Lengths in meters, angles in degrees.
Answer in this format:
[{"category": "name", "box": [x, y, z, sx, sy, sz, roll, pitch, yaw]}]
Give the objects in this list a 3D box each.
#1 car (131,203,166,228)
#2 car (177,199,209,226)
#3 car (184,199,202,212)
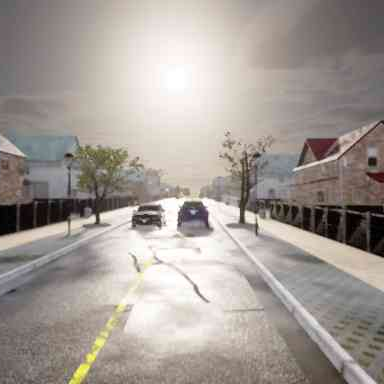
[{"category": "car", "box": [-2.775, 1.486, 21.952, 1.837, 1.490, 4.892, 0, 0, 1]}, {"category": "car", "box": [0.086, 1.333, 23.161, 2.097, 1.767, 4.553, 0, 0, 0]}, {"category": "car", "box": [0.112, 1.571, 40.369, 1.994, 1.385, 4.181, 0, 0, 0]}]
